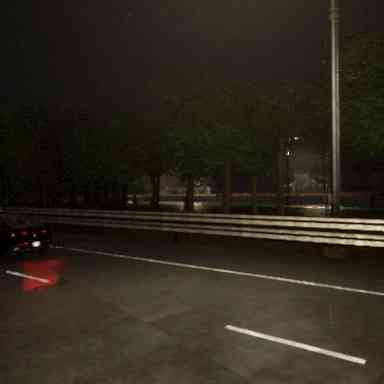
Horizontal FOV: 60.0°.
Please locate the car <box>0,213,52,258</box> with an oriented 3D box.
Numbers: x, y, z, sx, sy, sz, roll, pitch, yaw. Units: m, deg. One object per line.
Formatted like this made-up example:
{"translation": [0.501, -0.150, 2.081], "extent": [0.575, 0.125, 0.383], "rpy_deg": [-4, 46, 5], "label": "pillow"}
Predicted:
{"translation": [-7.636, 1.632, 13.387], "extent": [4.892, 1.490, 1.837], "rpy_deg": [0, 0, 34], "label": "car"}
